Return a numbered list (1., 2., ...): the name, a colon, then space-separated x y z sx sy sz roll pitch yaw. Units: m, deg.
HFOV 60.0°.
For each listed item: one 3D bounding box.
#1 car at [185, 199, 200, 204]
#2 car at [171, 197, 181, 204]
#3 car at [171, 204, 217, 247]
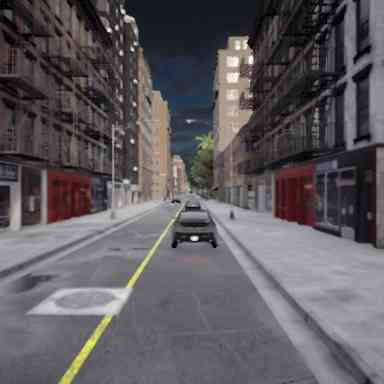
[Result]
1. car: 0.093 1.578 41.901 1.994 1.385 4.181 0 0 0
2. car: -3.010 1.593 64.295 2.033 1.411 5.357 0 0 0
3. car: 0.097 1.510 15.082 1.837 1.490 4.892 0 0 0
